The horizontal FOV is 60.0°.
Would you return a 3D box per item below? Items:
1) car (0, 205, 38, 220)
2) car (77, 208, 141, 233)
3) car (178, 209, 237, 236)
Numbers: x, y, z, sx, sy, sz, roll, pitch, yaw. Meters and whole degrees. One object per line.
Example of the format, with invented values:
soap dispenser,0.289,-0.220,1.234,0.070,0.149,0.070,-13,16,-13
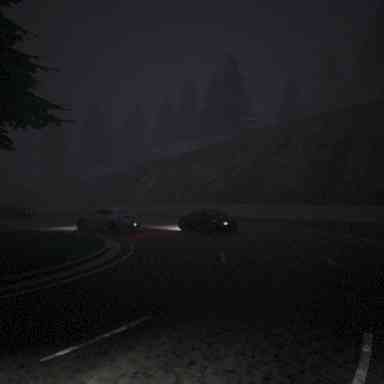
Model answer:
car,-17.378,1.899,31.569,5.357,1.411,2.033,-1,0,13
car,-5.275,1.710,21.031,4.674,1.442,1.812,-1,-1,35
car,0.827,1.689,19.612,1.994,1.385,4.181,0,-1,-29
